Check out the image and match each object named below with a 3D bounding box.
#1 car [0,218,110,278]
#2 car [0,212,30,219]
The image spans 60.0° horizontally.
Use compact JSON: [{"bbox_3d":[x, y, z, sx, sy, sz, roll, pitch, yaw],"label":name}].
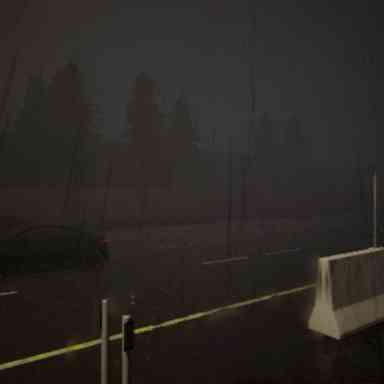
[{"bbox_3d":[-4.480,1.574,9.375,4.181,1.385,1.994,0,0,-35],"label":"car"},{"bbox_3d":[-7.298,1.486,11.668,5.008,1.535,1.882,1,0,-35],"label":"car"}]
